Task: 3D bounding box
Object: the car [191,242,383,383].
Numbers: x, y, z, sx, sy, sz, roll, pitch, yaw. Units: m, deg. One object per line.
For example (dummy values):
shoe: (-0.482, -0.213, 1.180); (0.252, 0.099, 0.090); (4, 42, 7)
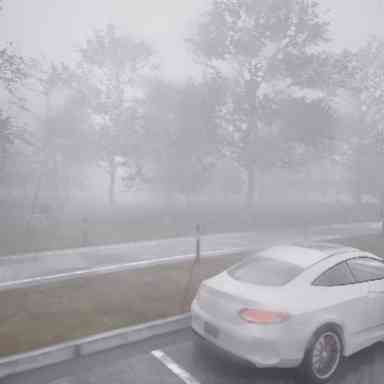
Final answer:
car: (2.186, 1.554, 5.362); (4.674, 1.452, 2.002); (0, -1, -33)
